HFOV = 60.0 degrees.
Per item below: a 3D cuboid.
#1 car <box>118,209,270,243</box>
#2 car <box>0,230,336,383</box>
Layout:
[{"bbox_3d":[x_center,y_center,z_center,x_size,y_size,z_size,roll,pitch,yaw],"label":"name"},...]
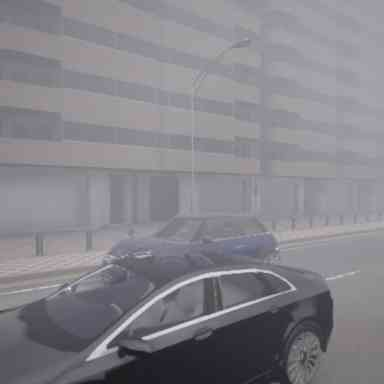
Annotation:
[{"bbox_3d":[0.103,1.353,8.354,4.553,1.767,2.097,0,0,-36],"label":"car"},{"bbox_3d":[-0.384,1.492,3.676,4.902,1.511,2.128,0,0,-36],"label":"car"}]
